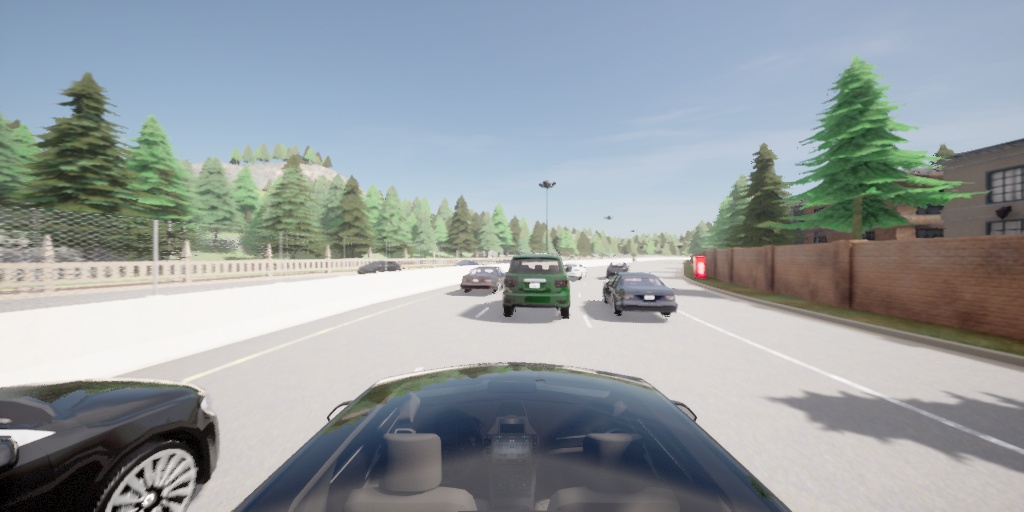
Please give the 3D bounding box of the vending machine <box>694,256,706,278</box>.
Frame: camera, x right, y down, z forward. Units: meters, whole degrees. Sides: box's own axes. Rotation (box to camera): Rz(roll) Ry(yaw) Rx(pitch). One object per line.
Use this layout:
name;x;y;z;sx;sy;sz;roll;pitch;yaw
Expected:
vending machine;16.645;0.988;31.740;1.100;2.100;0.880;0;0;22

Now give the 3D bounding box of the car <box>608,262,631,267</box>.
car;9.909;1.253;33.303;2.128;1.511;4.902;0;0;21

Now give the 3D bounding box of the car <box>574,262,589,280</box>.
car;5.302;1.269;30.986;1.812;1.442;4.674;0;0;19

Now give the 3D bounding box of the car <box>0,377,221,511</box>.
car;-3.282;1.228;0.914;2.128;1.511;4.902;0;0;0

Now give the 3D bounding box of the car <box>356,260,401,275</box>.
car;-12.380;1.168;33.676;1.837;1.490;4.892;0;0;18

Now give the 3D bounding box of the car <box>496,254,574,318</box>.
car;1.020;0.964;13.264;2.150;2.045;5.566;0;0;8

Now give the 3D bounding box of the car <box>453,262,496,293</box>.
car;-1.303;1.273;20.393;2.033;1.411;5.357;0;0;12

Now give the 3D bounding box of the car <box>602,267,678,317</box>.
car;4.535;1.305;13.387;2.033;1.411;5.357;0;0;8

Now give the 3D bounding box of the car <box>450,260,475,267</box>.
car;-5.538;1.210;42.256;1.812;1.442;4.674;0;0;23
